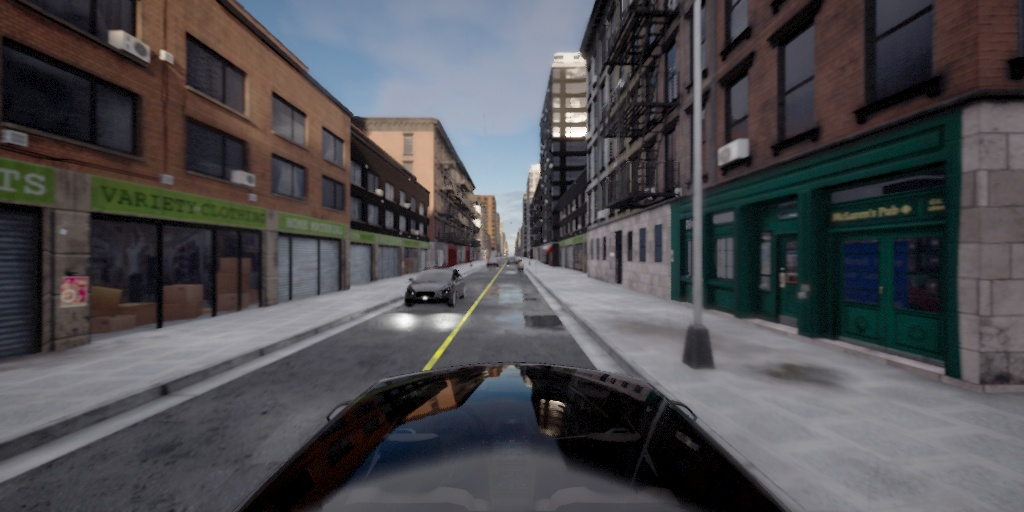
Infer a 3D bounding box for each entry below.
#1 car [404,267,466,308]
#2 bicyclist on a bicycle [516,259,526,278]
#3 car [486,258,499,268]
[{"bbox_3d":[-3.102,1.240,15.213,1.837,1.490,4.892,0,0,0],"label":"car"},{"bbox_3d":[0.818,1.125,31.841,0.866,1.612,1.509,0,0,0],"label":"bicyclist on a bicycle"},{"bbox_3d":[-3.057,1.056,57.297,1.882,1.535,5.008,0,0,1],"label":"car"}]
